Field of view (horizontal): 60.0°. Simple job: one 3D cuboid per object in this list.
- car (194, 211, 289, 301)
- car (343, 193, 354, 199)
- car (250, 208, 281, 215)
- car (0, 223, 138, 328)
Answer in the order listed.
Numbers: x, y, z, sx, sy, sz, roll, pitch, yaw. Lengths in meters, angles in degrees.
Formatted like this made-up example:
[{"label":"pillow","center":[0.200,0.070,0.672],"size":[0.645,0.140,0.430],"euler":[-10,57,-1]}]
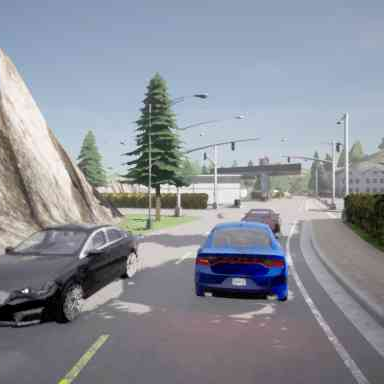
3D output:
[{"label":"car","center":[1.287,1.478,8.474],"size":[1.882,1.535,5.008],"euler":[0,0,10]},{"label":"car","center":[40.162,1.077,82.998],"size":[3.866,1.878,1.905],"euler":[0,0,19]},{"label":"car","center":[3.687,1.564,17.664],"size":[1.994,1.385,4.181],"euler":[0,0,17]},{"label":"car","center":[-2.668,1.491,7.325],"size":[2.128,1.511,4.902],"euler":[0,0,10]}]
